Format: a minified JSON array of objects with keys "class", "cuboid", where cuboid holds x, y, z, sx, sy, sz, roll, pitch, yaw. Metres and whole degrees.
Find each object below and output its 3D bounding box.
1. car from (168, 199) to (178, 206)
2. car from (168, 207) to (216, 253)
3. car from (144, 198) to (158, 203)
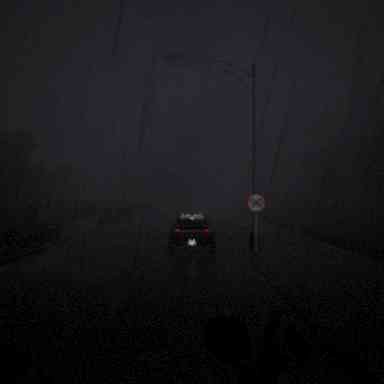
[{"class":"car","cuboid":[-3.988,2.202,70.970,1.812,1.442,4.674,0,-1,0]},{"class":"car","cuboid":[0.006,1.630,14.293,2.128,1.511,4.902,0,0,0]},{"class":"car","cuboid":[-10.308,2.277,86.057,5.357,1.415,2.033,0,-1,-40]}]
